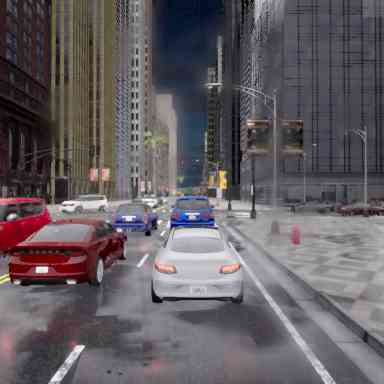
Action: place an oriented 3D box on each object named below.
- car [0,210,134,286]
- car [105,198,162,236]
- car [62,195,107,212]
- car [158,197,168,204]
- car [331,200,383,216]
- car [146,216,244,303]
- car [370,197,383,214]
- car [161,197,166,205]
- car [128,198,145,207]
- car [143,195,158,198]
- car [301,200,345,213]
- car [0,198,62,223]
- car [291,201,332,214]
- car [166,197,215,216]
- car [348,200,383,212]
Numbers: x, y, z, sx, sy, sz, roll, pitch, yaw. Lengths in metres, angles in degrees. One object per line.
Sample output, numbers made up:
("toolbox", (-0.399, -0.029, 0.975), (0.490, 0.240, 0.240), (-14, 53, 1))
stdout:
("car", (-3.143, 1.489, 9.462), (1.882, 1.535, 5.008), (0, 0, 0))
("car", (-3.131, 1.392, 18.688), (2.097, 1.767, 4.553), (0, 0, 0))
("car", (-11.905, 1.373, 37.305), (2.150, 2.045, 5.566), (1, 0, 33))
("car", (-6.425, 1.923, 73.079), (1.812, 1.442, 4.674), (0, 0, 0))
("car", (15.345, 1.578, 30.176), (4.206, 1.307, 1.802), (0, 0, -1))
("car", (0.107, 1.534, 8.089), (1.812, 1.442, 4.674), (0, 0, 0))
("car", (22.171, 1.394, 36.047), (4.553, 1.767, 2.097), (0, -1, -1))
("car", (-6.498, 1.817, 62.340), (1.837, 1.490, 4.892), (0, 0, 0))
("car", (-9.769, 1.834, 58.721), (2.033, 1.411, 5.357), (0, 0, 0))
("car", (-6.547, 1.454, 50.989), (2.150, 2.045, 5.566), (0, 0, 0))
("car", (15.224, 1.663, 38.700), (4.313, 1.339, 1.947), (0, 0, -1))
("car", (-6.590, 1.236, 11.000), (2.150, 2.045, 5.566), (0, 0, 0))
("car", (12.839, 1.637, 35.914), (4.181, 1.385, 1.994), (0, -1, -1))
("car", (0.044, 1.258, 17.791), (2.150, 2.045, 5.566), (0, 0, 1))
("car", (20.863, 1.644, 38.782), (4.313, 1.339, 1.947), (0, 0, -1))
